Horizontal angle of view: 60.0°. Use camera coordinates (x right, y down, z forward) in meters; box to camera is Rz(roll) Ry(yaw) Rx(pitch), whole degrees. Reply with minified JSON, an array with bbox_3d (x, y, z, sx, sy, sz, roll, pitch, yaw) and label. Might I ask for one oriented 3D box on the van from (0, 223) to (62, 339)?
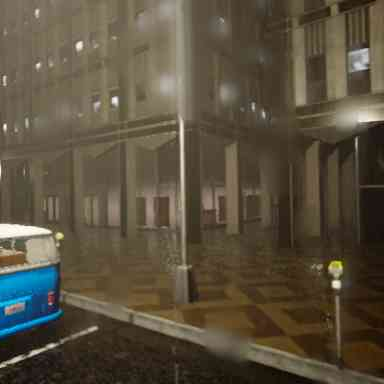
[{"bbox_3d":[-3.975,1.410,5.720,3.998,1.788,1.690,-1,-1,35],"label":"van"}]
